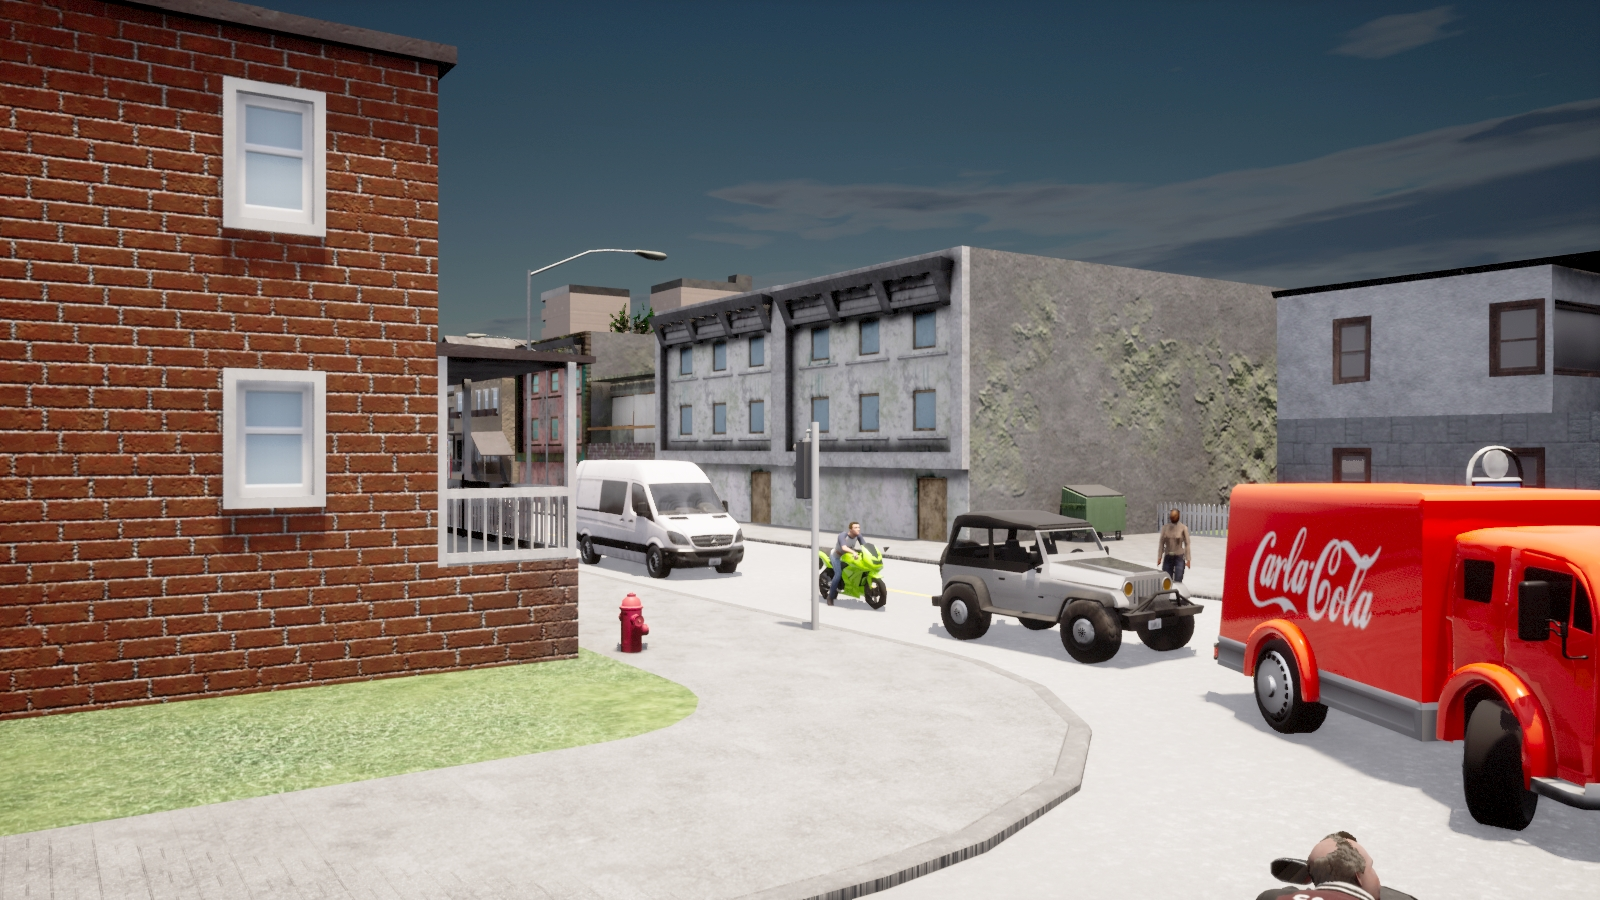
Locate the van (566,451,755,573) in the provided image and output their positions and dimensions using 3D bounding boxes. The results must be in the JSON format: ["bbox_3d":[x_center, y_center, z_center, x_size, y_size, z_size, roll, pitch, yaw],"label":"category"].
[{"bbox_3d":[-3.457,1.315,27.078,1.988,2.561,5.915,0,0,-34],"label":"van"}]

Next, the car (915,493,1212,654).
[{"bbox_3d":[3.680,1.637,16.521,1.905,1.878,3.866,0,0,-36],"label":"car"}]

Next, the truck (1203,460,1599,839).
[{"bbox_3d":[6.066,1.348,10.297,2.627,2.467,5.204,0,0,-6],"label":"truck"}]

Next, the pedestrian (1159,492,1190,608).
[{"bbox_3d":[6.159,1.628,18.790,0.375,1.860,0.375,0,0,36],"label":"pedestrian"}]
